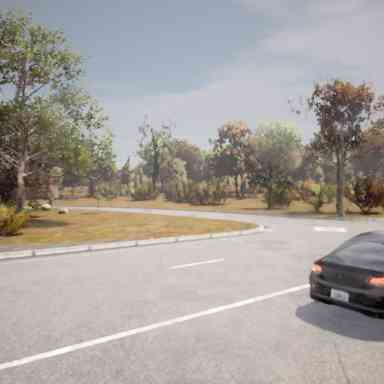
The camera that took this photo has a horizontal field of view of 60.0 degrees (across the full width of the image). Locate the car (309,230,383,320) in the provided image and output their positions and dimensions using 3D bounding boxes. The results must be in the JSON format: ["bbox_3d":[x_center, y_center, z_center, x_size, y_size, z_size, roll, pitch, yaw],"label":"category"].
[{"bbox_3d":[4.275,1.523,6.795,4.674,1.442,1.812,0,0,-36],"label":"car"}]
